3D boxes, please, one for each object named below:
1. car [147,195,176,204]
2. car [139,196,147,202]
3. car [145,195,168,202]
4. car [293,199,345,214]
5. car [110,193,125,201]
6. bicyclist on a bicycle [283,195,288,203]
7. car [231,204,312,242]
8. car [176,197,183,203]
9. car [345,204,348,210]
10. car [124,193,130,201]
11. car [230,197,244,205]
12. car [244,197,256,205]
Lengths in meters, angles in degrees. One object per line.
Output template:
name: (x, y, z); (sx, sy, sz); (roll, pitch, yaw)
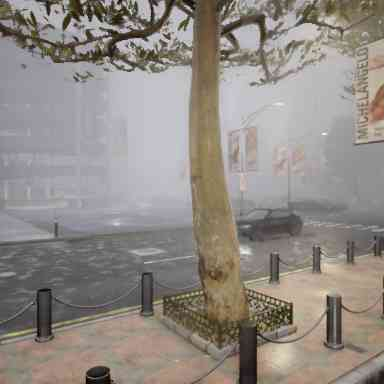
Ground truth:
car: (-5.752, 1.350, 62.526); (4.553, 1.767, 2.097); (0, 0, 42)
car: (-9.545, 1.524, 74.225); (4.674, 1.442, 1.812); (0, 0, 26)
car: (-8.332, 1.525, 77.525); (4.902, 1.511, 2.128); (0, 0, 26)
car: (13.424, 1.547, 36.426); (2.033, 1.411, 5.357); (0, 0, -28)
car: (-18.822, 1.545, 77.848); (4.718, 1.301, 1.895); (0, 0, 11)
bicyclist on a bicycle: (17.569, 1.300, 62.357); (1.656, 1.620, 0.582); (0, 0, -36)
car: (3.625, 1.526, 16.509); (4.674, 1.442, 1.812); (0, 0, -36)
car: (-3.816, 1.525, 65.642); (4.674, 1.442, 1.812); (0, 0, 43)
car: (16.219, 1.564, 39.474); (1.994, 1.385, 4.181); (0, 0, -36)
car: (-17.889, 1.165, 81.222); (5.566, 2.045, 2.150); (0, 0, 11)
car: (4.756, 1.547, 49.398); (2.033, 1.411, 5.357); (0, 0, -36)
car: (7.645, 1.477, 51.355); (1.882, 1.535, 5.008); (0, 0, -36)
